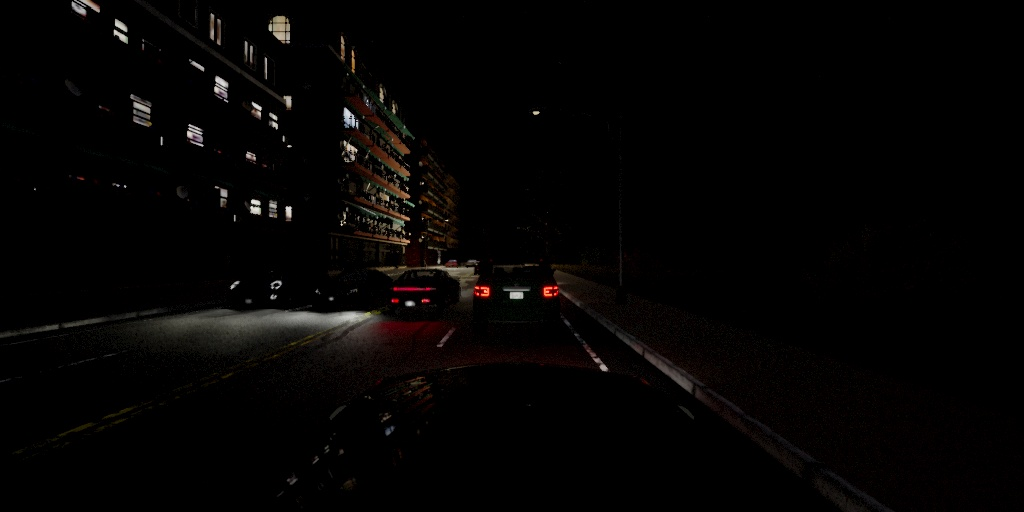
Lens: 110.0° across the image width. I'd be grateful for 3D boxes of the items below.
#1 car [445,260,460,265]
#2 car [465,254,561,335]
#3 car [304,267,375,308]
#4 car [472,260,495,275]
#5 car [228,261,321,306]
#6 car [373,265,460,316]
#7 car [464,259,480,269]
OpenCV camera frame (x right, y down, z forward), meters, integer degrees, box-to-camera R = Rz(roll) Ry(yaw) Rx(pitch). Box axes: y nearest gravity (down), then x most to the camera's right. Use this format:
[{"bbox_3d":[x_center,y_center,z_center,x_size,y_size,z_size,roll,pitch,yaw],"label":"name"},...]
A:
[{"bbox_3d":[-9.676,1.314,58.576,1.994,1.385,4.181,0,0,0],"label":"car"},{"bbox_3d":[0.118,0.973,10.673,2.150,2.045,5.566,0,0,0],"label":"car"},{"bbox_3d":[-6.562,1.277,15.368,1.812,1.442,4.674,0,0,0],"label":"car"},{"bbox_3d":[-3.046,1.245,39.421,2.128,1.511,4.902,0,0,0],"label":"car"},{"bbox_3d":[-9.814,1.104,15.608,2.097,1.767,4.553,0,0,0],"label":"car"},{"bbox_3d":[-3.120,1.242,13.421,2.128,1.511,4.902,0,0,0],"label":"car"},{"bbox_3d":[-6.430,1.298,58.438,2.033,1.411,5.357,0,0,0],"label":"car"}]
